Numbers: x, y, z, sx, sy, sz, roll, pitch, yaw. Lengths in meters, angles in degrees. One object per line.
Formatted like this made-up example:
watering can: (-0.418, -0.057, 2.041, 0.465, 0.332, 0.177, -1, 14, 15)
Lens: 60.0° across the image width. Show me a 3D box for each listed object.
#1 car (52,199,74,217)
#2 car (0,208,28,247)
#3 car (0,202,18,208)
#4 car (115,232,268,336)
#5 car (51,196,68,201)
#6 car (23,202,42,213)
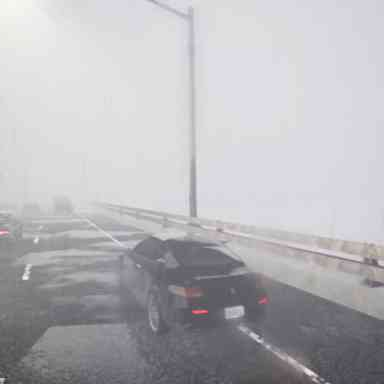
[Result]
car: (-13.355, 1.787, 34.677, 1.837, 1.490, 4.892, 0, 0, -22)
car: (-9.092, 1.700, 15.513, 2.033, 1.411, 5.357, 0, 0, -23)
car: (-26.319, 2.090, 47.972, 1.895, 1.301, 4.718, -1, 0, -22)
car: (-0.314, 1.554, 6.821, 1.812, 1.442, 4.674, 0, 0, -23)
car: (-17.331, 1.593, 44.092, 2.150, 2.045, 5.566, -1, 0, -22)
car: (-20.090, 1.953, 41.907, 1.994, 1.385, 4.181, -1, 0, -22)
